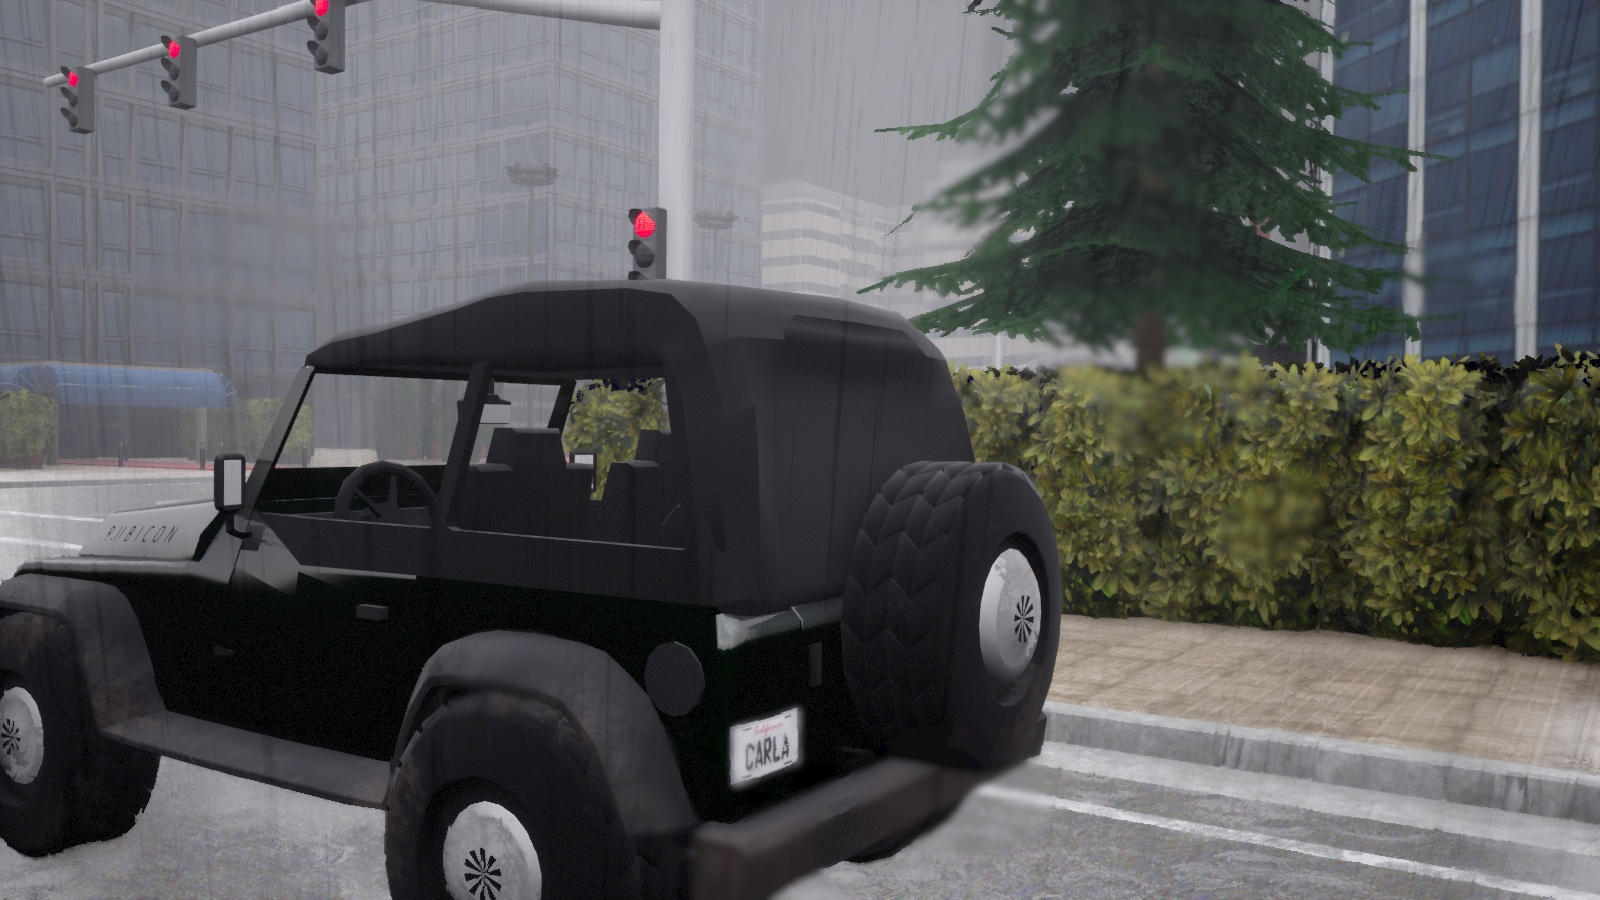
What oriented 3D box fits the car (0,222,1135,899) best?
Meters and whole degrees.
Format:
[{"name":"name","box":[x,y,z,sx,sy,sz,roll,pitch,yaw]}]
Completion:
[{"name":"car","box":[-1.061,0.478,4.325,3.866,1.878,1.905,0,1,34]}]
